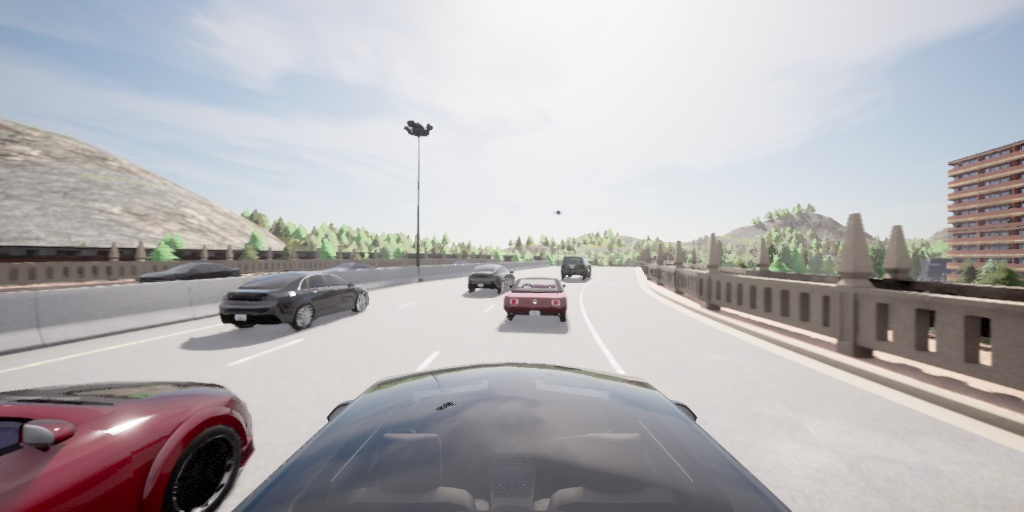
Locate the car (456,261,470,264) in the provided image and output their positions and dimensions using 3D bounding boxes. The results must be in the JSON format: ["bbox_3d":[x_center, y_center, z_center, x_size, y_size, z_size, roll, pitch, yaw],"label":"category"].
[{"bbox_3d":[-5.886,1.311,41.755,2.033,1.411,5.357,0,0,18],"label":"car"}]

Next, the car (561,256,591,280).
[{"bbox_3d":[5.765,1.013,32.030,2.150,2.045,5.566,0,0,18],"label":"car"}]

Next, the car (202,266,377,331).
[{"bbox_3d":[-6.238,1.230,10.987,1.837,1.490,4.892,0,0,6],"label":"car"}]

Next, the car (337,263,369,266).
[{"bbox_3d":[-13.413,1.250,29.841,2.033,1.411,5.357,0,0,16],"label":"car"}]

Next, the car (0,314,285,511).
[{"bbox_3d":[-3.282,1.299,1.470,1.994,1.385,4.181,0,0,0],"label":"car"}]

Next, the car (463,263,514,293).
[{"bbox_3d":[-1.086,1.259,20.693,1.837,1.490,4.892,0,0,12],"label":"car"}]

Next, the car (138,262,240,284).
[{"bbox_3d":[-18.981,1.149,21.427,1.882,1.535,5.008,0,0,11],"label":"car"}]

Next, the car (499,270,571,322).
[{"bbox_3d":[0.943,1.360,12.527,1.895,1.301,4.718,0,0,7],"label":"car"}]
